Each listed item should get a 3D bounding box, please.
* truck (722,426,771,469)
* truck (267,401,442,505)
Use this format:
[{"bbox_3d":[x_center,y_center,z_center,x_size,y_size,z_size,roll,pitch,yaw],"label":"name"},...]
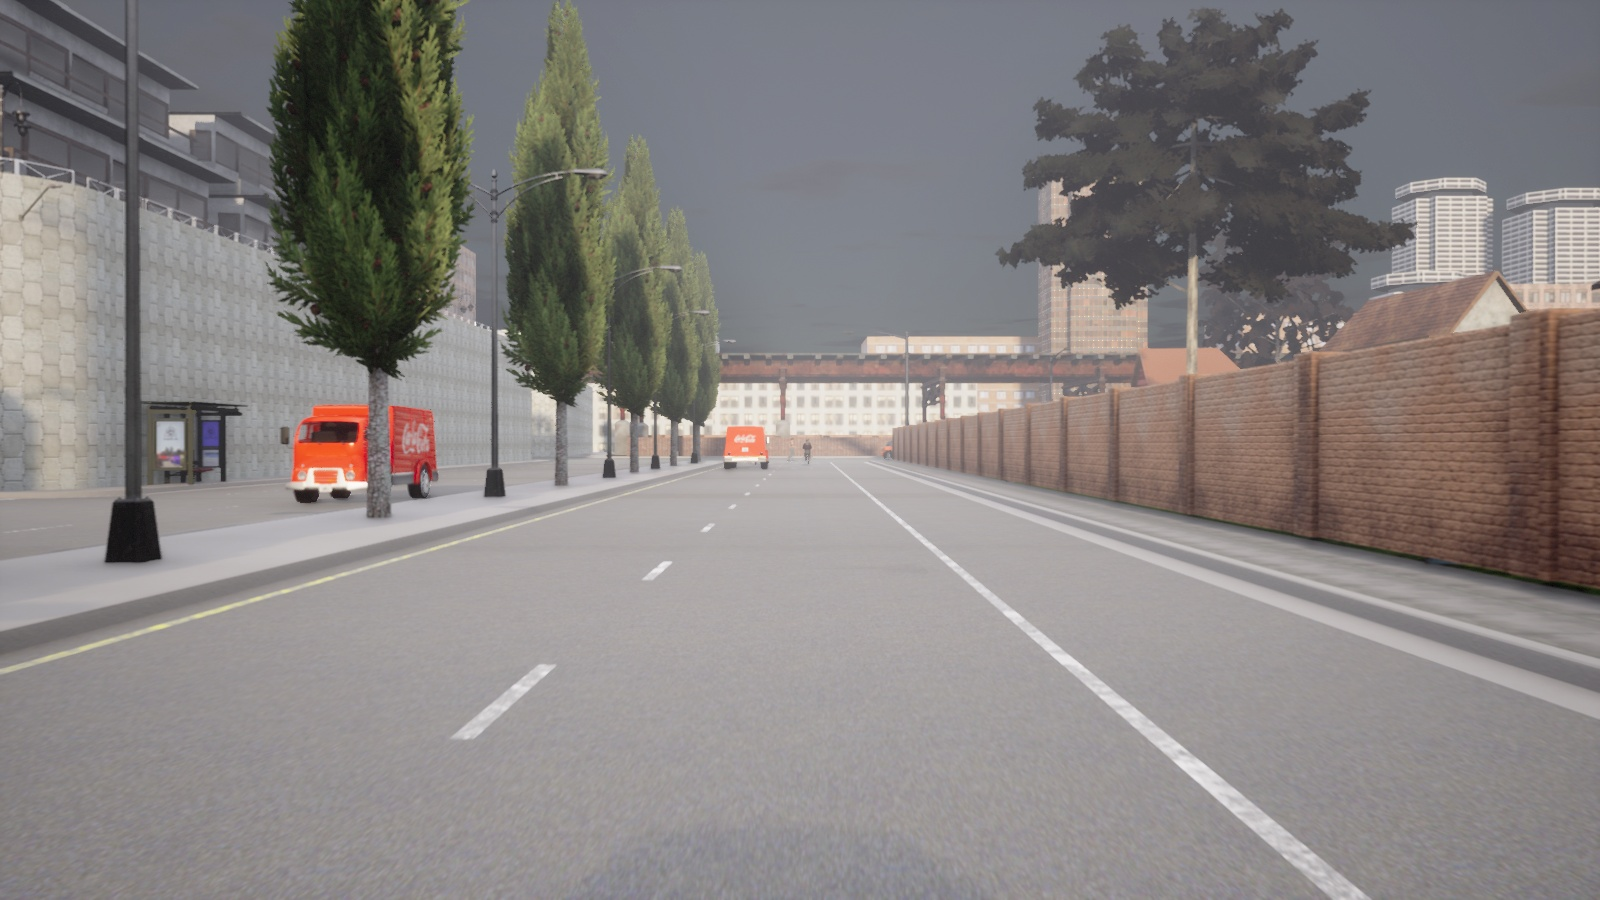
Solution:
[{"bbox_3d":[-3.067,-0.156,73.255,2.627,2.467,5.204,0,0,0],"label":"truck"},{"bbox_3d":[-11.300,0.065,32.355,2.627,2.467,5.204,0,0,0],"label":"truck"}]
